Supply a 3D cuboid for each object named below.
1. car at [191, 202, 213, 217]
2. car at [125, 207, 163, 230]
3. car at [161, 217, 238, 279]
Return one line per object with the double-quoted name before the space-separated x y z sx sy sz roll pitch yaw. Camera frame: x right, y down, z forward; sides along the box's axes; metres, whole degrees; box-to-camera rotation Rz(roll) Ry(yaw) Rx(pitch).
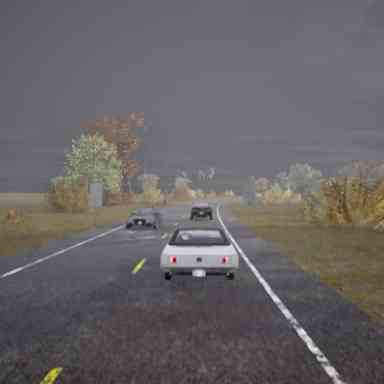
"car" 0.943 1.670 31.090 1.882 1.535 5.008 0 0 3
"car" -3.142 1.706 22.429 1.994 1.385 4.181 0 0 2
"car" 0.220 1.666 10.186 1.895 1.301 4.718 0 0 1
